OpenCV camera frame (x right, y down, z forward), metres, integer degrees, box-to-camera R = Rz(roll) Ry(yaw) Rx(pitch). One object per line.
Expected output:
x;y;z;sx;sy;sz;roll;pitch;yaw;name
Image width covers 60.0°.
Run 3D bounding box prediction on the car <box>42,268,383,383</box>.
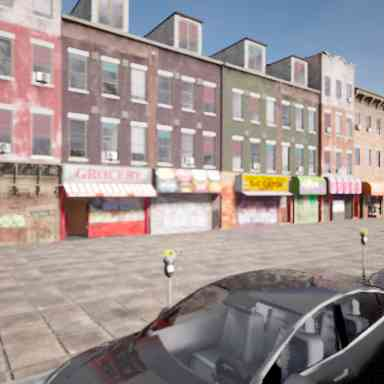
0.725;1.580;3.329;4.313;1.339;1.947;0;0;-35;car
